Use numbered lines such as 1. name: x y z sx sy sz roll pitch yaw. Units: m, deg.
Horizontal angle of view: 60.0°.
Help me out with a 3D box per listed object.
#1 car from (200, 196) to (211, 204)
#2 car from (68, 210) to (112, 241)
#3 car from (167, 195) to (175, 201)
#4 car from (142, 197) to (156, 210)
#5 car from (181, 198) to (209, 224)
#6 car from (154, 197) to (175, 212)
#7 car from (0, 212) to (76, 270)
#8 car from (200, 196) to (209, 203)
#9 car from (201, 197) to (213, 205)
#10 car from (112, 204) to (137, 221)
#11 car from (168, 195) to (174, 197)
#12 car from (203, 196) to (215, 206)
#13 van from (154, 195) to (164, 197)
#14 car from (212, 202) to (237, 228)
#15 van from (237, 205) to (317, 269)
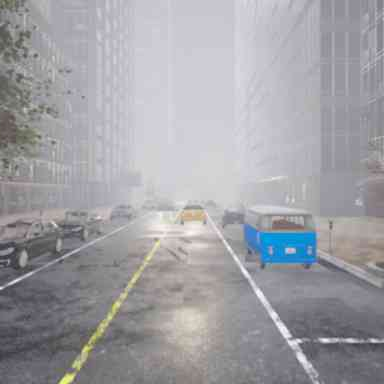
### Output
1. car: 2.715 1.542 67.887 1.967 1.590 4.097 0 0 0
2. car: -5.685 1.592 16.662 2.008 1.369 4.403 0 0 0
3. car: -5.657 1.548 90.666 1.967 1.590 4.097 0 0 0
4. car: -5.674 1.660 45.124 1.802 1.307 4.206 0 0 0
5. car: 0.110 1.512 25.237 1.801 1.575 5.366 0 0 0
6. car: -3.077 1.636 40.456 1.994 1.385 4.181 0 0 0
7. car: -5.687 1.580 10.969 2.008 1.369 4.403 0 0 0
8. car: 2.717 1.657 73.580 2.008 1.369 4.403 0 0 0
9. car: 2.713 1.646 62.195 2.008 1.369 4.403 0 0 0
10. car: -5.681 1.641 28.047 1.802 1.307 4.206 0 0 0
11. car: -5.664 1.689 73.585 1.802 1.307 4.206 0 0 0
12. car: 2.709 1.665 50.811 1.802 1.307 4.206 0 0 0
13. van: -5.670 1.431 56.509 1.690 1.788 3.998 0 0 0
14. car: 2.698 1.601 22.348 2.008 1.369 4.403 0 0 0
15. van: 2.693 1.369 10.963 1.690 1.788 3.998 0 0 0
